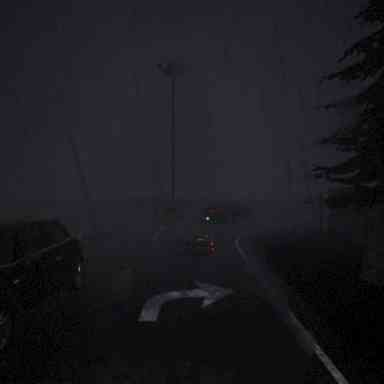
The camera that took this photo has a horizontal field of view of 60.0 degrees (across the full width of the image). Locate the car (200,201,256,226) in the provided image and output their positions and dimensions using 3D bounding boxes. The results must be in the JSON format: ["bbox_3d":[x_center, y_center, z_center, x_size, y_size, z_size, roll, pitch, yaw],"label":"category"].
[{"bbox_3d":[2.502,1.369,22.557,1.837,1.490,4.892,-4,-2,39],"label":"car"}]

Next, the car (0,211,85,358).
[{"bbox_3d":[-3.531,1.313,5.777,2.097,1.767,4.553,0,0,1],"label":"car"}]
